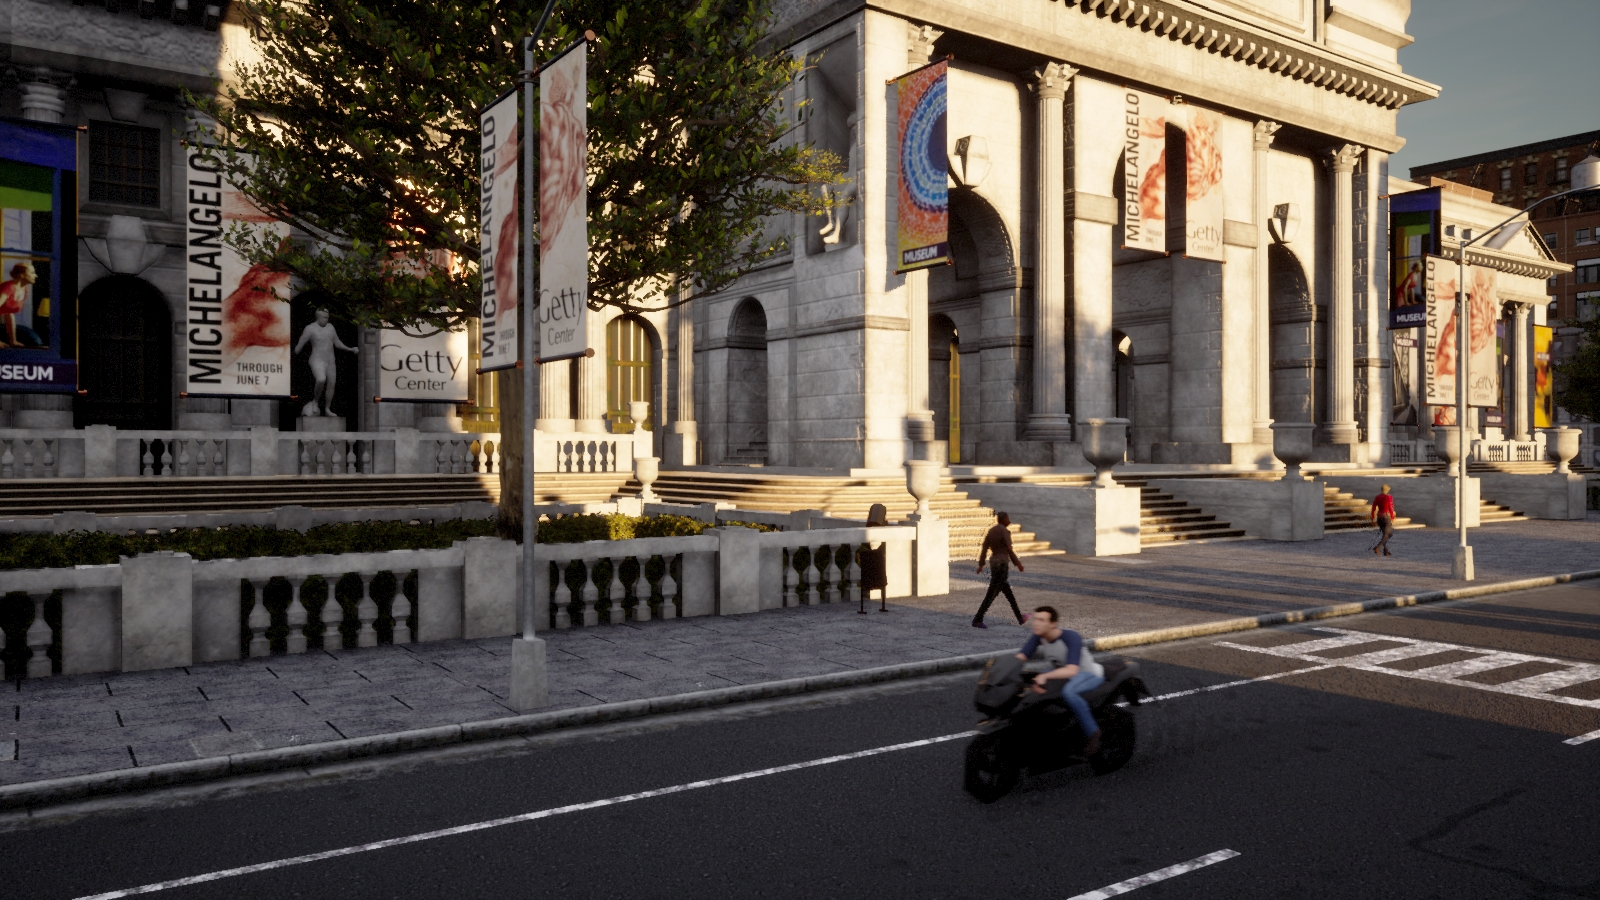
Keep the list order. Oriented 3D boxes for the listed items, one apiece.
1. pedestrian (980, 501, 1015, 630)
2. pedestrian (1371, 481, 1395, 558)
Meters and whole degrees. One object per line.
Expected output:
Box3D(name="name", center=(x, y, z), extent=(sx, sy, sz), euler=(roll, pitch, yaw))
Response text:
Box3D(name="pedestrian", center=(2.921, 1.696, 16.924), extent=(0.375, 1.860, 0.375), euler=(0, 0, -23))
Box3D(name="pedestrian", center=(14.296, 1.696, 28.031), extent=(0.375, 1.860, 0.375), euler=(0, 0, -29))
